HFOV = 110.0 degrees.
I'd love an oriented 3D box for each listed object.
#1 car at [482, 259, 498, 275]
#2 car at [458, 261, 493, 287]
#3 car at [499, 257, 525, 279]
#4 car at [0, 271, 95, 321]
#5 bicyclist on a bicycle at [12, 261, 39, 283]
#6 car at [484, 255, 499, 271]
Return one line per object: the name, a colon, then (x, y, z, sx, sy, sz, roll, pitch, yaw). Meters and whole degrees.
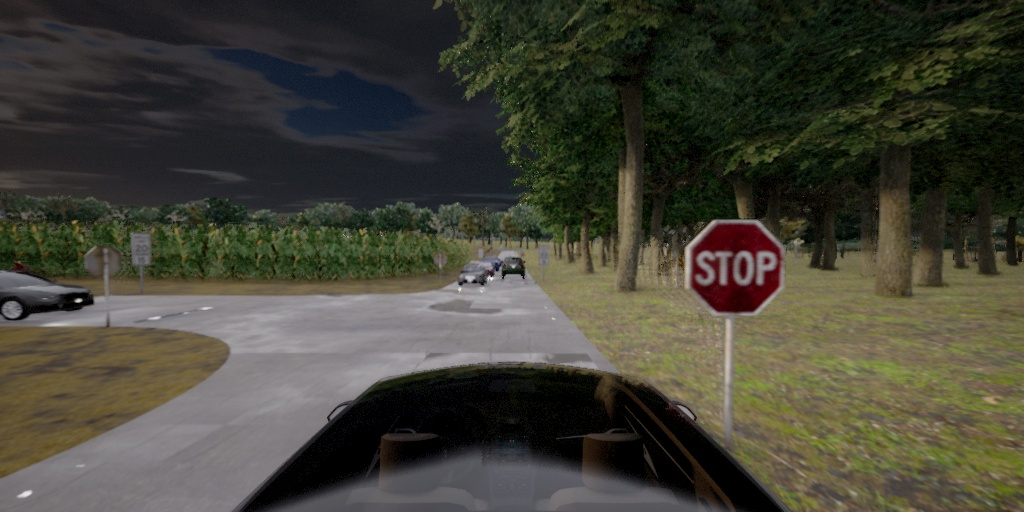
car: (-2.805, 1.356, 37.753, 1.812, 1.442, 4.674, 0, 0, 0)
car: (-2.821, 1.379, 26.610, 2.128, 1.511, 4.902, 0, 0, 0)
car: (0.135, 1.072, 35.008, 2.150, 2.045, 5.566, 0, 0, 0)
car: (-16.970, 1.239, 11.763, 4.892, 1.490, 1.837, 0, 1, -7)
bicyclist on a bicycle: (-23.432, 1.042, 17.113, 0.582, 1.620, 1.656, 1, 0, -11)
car: (-2.785, 0.946, 47.810, 2.150, 2.045, 5.566, 0, 1, 0)
